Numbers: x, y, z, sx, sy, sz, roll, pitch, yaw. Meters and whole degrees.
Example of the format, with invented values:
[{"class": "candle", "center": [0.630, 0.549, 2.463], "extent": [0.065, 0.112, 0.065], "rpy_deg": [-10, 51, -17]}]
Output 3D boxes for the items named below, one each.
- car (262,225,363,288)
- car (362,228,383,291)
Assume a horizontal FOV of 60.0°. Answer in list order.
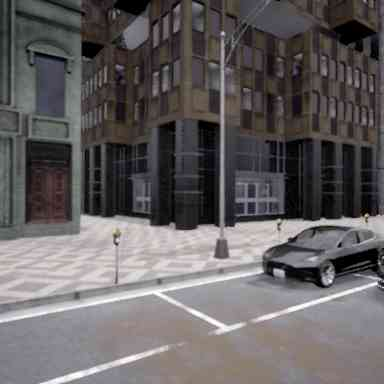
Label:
[{"class": "car", "center": [3.920, 1.637, 9.446], "extent": [4.313, 1.339, 1.947], "rpy_deg": [1, -1, -35]}, {"class": "car", "center": [6.235, 1.584, 7.820], "extent": [4.892, 1.490, 1.837], "rpy_deg": [1, 0, -35]}]
